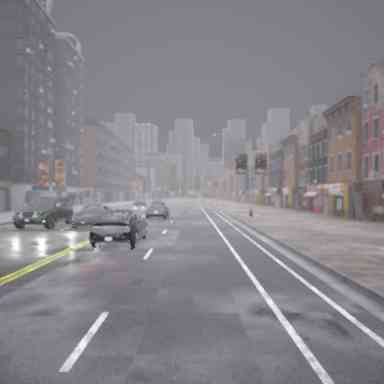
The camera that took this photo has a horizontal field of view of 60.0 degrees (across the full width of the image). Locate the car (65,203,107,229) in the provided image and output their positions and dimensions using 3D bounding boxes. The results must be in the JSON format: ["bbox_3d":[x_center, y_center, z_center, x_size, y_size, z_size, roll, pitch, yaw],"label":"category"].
[{"bbox_3d":[-6.604,1.629,22.540,1.837,1.490,4.892,0,0,0],"label":"car"}]

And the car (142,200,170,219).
[{"bbox_3d":[-3.157,1.748,31.087,1.994,1.385,4.181,0,0,0],"label":"car"}]

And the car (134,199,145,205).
[{"bbox_3d":[-9.782,2.055,63.069,1.895,1.301,4.718,0,-1,0],"label":"car"}]

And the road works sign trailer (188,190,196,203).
[{"bbox_3d":[-0.019,1.212,92.086,2.380,3.560,2.880,0,-1,0],"label":"road works sign trailer"}]

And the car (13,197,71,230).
[{"bbox_3d":[-9.855,1.346,22.626,2.150,2.045,5.566,0,0,0],"label":"car"}]

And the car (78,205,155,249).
[{"bbox_3d":[-3.155,1.571,14.994,2.128,1.511,4.902,0,0,0],"label":"car"}]

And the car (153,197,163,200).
[{"bbox_3d":[-6.538,1.808,63.151,2.097,1.767,4.553,0,-1,0],"label":"car"}]
